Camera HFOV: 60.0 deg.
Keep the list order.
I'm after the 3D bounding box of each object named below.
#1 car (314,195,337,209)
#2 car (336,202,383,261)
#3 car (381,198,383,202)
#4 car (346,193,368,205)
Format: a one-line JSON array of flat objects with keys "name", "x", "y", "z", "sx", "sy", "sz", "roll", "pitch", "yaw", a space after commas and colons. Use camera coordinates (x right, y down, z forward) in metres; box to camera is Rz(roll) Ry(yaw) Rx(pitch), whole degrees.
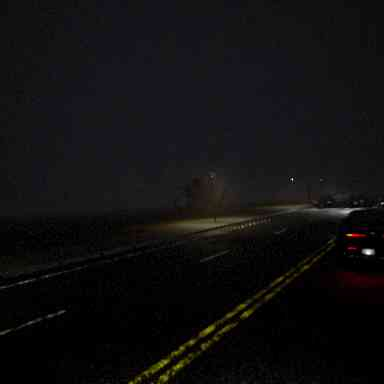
[{"name": "car", "x": 15.355, "y": 1.087, "z": 38.218, "sx": 1.812, "sy": 1.442, "sz": 4.674, "roll": -3, "pitch": -1, "yaw": 32}, {"name": "car", "x": 6.028, "y": 1.295, "z": 10.930, "sx": 1.837, "sy": 1.490, "sz": 4.892, "roll": -3, "pitch": 0, "yaw": 33}, {"name": "car", "x": 17.889, "y": 0.909, "z": 29.537, "sx": 2.033, "sy": 1.411, "sz": 5.357, "roll": -3, "pitch": -1, "yaw": 32}, {"name": "car", "x": 18.423, "y": 0.891, "z": 37.015, "sx": 2.128, "sy": 1.511, "sz": 4.902, "roll": -3, "pitch": -1, "yaw": 32}]
